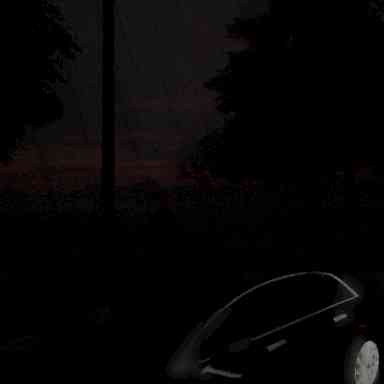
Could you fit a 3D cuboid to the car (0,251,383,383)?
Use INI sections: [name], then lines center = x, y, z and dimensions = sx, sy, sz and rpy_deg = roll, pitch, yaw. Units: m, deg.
[car]
center = 0.262, 1.510, 3.562
dimensions = 4.892, 1.490, 1.837
rpy_deg = 0, 0, -35
